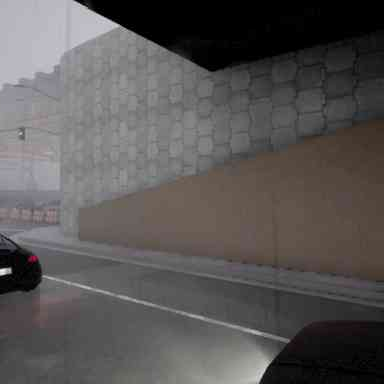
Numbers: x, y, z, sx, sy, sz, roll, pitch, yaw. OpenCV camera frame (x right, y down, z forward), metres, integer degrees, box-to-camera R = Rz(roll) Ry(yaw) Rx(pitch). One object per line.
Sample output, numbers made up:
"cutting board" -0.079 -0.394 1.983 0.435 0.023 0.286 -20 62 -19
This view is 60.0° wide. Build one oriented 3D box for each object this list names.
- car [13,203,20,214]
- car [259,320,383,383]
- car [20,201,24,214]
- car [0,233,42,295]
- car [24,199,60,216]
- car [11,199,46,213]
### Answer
"car" -15.799 1.453 32.400 2.038 1.542 4.974 0 0 -9
"car" 3.041 1.547 1.819 5.357 1.411 2.033 0 0 36
"car" -12.110 1.453 29.638 4.974 1.542 2.038 0 0 1
"car" -5.394 1.564 7.809 4.181 1.385 1.994 0 0 36
"car" -12.058 1.295 29.638 4.536 1.218 1.853 0 0 1
"car" -15.808 1.295 32.451 1.853 1.218 4.536 0 0 -9
